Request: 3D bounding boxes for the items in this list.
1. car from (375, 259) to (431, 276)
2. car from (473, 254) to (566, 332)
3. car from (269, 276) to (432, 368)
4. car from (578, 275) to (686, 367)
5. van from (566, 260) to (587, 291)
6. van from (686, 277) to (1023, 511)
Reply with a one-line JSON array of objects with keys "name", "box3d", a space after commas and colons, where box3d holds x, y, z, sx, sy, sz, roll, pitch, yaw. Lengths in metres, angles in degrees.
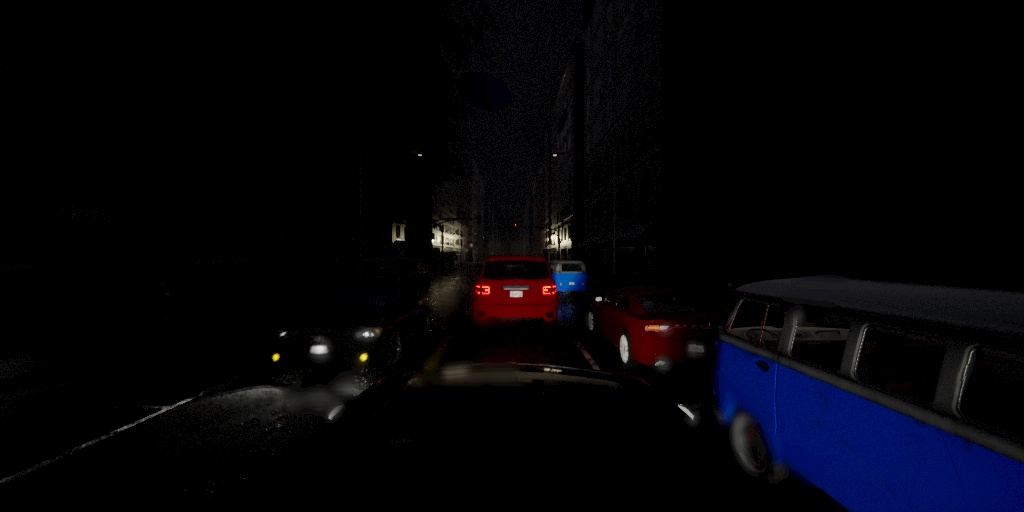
[{"name": "car", "box3d": [-5.644, 1.060, 19.043, 2.192, 1.841, 5.009, 0, 0, 0]}, {"name": "car", "box3d": [0.114, 0.970, 10.972, 2.150, 2.045, 5.566, 0, 0, 0]}, {"name": "car", "box3d": [-3.091, 1.313, 7.745, 1.994, 1.385, 4.181, 0, 0, 0]}, {"name": "car", "box3d": [2.864, 1.294, 7.750, 1.888, 1.381, 4.507, 0, 0, 0]}, {"name": "van", "box3d": [2.881, 1.086, 19.071, 1.690, 1.789, 3.998, 0, 0, 0]}, {"name": "van", "box3d": [2.856, 1.091, 2.089, 1.690, 1.789, 3.998, 0, 0, 0]}]
